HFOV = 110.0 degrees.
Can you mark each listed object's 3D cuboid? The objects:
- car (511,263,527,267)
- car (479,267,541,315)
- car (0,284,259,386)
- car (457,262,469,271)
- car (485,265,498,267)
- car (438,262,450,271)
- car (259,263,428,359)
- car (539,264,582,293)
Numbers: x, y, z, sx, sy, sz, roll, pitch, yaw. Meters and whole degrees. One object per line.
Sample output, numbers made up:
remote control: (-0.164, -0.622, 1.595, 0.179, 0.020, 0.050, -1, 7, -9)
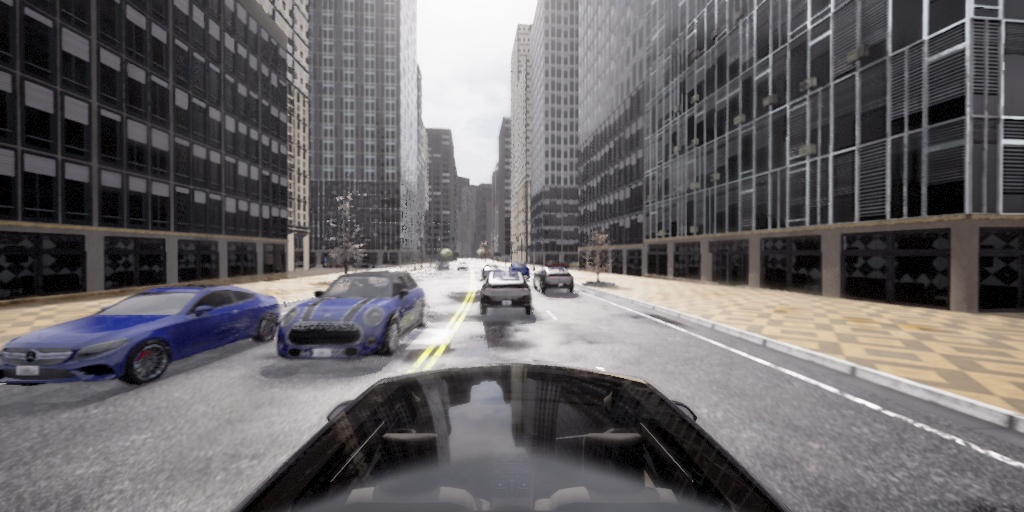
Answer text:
car: (0.726, 1.557, 39.025, 1.882, 1.535, 5.008, 0, -1, -6)
car: (-0.287, 1.357, 14.320, 2.128, 1.511, 4.902, 0, 0, -3)
car: (-6.672, 1.329, 7.239, 1.812, 1.442, 4.674, 0, -1, -1)
car: (-8.696, 1.824, 63.651, 1.812, 1.442, 4.674, 0, -1, -6)
car: (-1.955, 1.587, 33.766, 2.033, 1.411, 5.357, 0, -1, -6)
car: (-11.913, 1.810, 63.165, 1.837, 1.490, 4.892, 0, -1, -6)
car: (-3.475, 1.168, 8.707, 2.097, 1.767, 4.553, 0, -1, -2)
car: (2.463, 1.419, 22.067, 2.128, 1.511, 4.902, 0, -1, -5)
